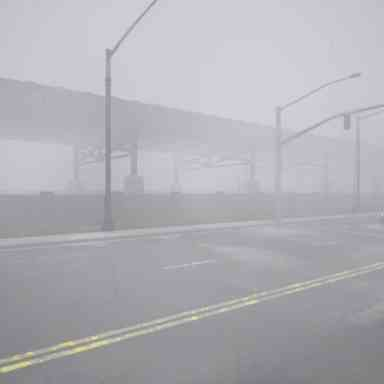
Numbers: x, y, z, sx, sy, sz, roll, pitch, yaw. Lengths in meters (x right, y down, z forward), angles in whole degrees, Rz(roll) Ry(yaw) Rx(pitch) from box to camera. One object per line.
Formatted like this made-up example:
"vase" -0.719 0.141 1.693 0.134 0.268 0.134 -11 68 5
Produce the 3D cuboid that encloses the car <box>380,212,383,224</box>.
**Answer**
"car" 15.171 1.541 23.486 4.674 1.442 1.812 0 0 -36
